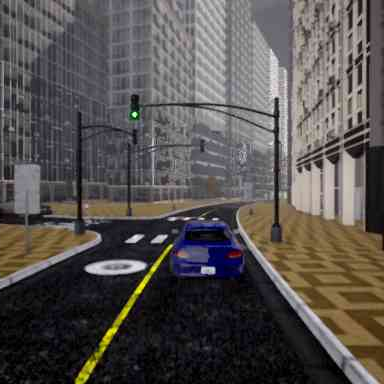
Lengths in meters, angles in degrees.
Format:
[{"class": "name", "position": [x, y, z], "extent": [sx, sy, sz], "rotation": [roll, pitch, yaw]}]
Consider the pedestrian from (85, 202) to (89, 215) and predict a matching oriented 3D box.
[{"class": "pedestrian", "position": [-8.598, 1.338, 27.231], "extent": [0.500, 1.100, 0.500], "rotation": [0, 0, 19]}]

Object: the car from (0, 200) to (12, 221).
[{"class": "car", "position": [-15.529, 1.268, 23.371], "extent": [5.008, 1.535, 1.882], "rotation": [1, 1, 19]}]

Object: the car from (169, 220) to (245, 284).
[{"class": "car", "position": [0.389, 1.524, 9.474], "extent": [1.812, 1.442, 4.674], "rotation": [0, 0, 1]}]

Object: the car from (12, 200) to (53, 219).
[{"class": "car", "position": [-13.577, 1.326, 25.978], "extent": [5.357, 1.411, 2.033], "rotation": [1, 1, 16]}]
